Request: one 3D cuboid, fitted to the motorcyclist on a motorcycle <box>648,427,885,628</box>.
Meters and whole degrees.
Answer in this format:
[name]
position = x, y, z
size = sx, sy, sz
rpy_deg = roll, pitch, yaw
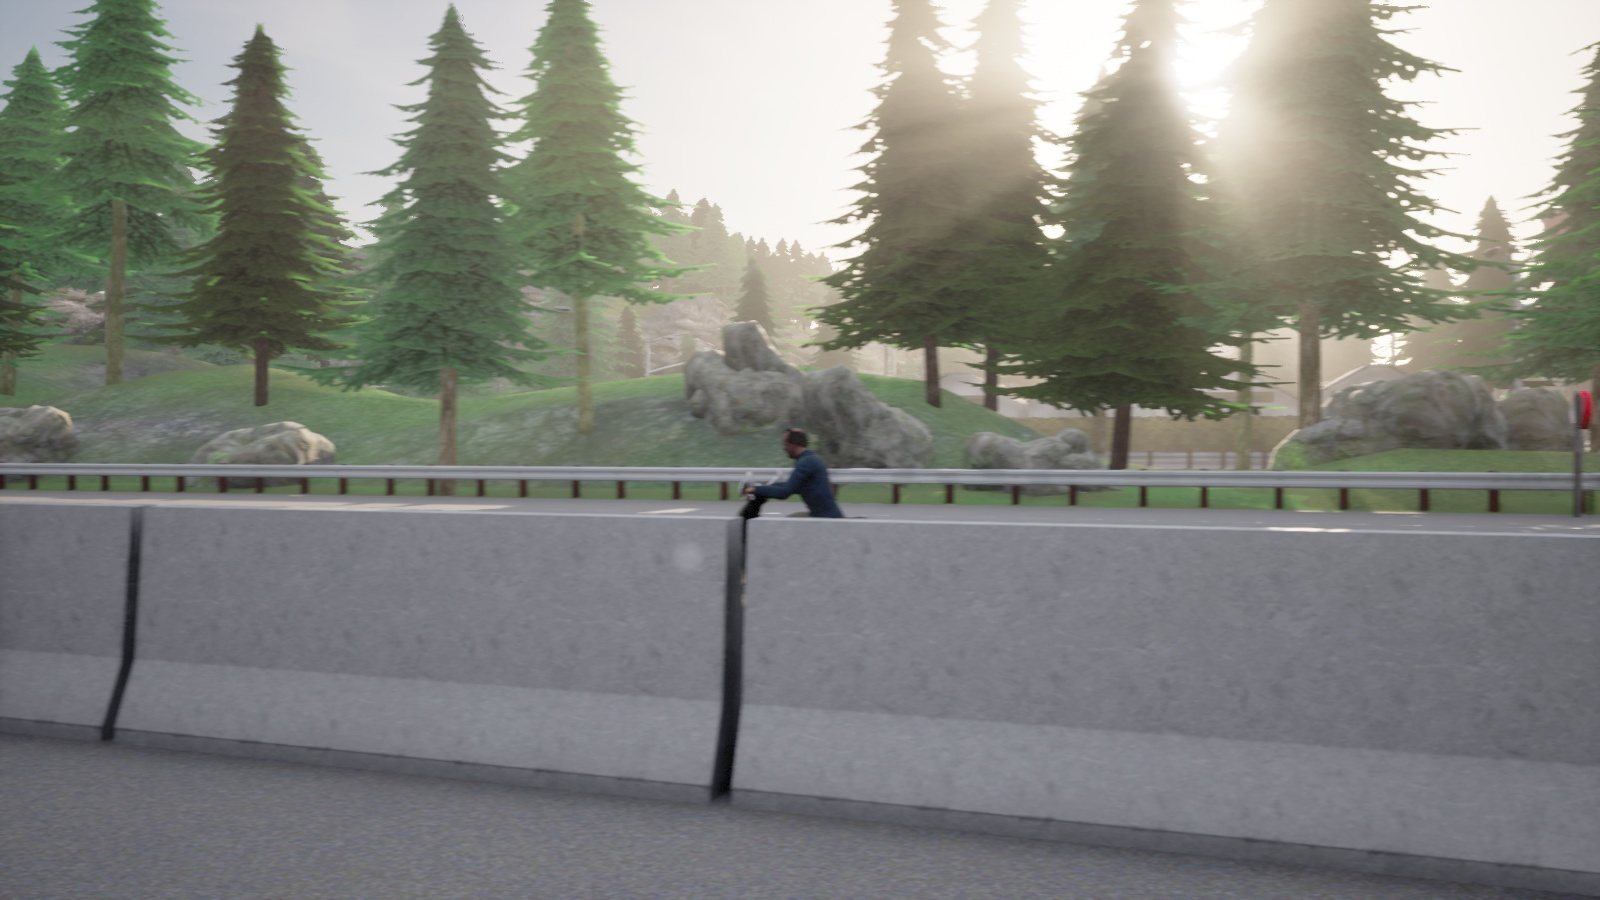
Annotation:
[motorcyclist on a motorcycle]
position = -0.276, 0.608, 10.671
size = 1.817, 1.590, 0.866
rpy_deg = 1, 1, 19
